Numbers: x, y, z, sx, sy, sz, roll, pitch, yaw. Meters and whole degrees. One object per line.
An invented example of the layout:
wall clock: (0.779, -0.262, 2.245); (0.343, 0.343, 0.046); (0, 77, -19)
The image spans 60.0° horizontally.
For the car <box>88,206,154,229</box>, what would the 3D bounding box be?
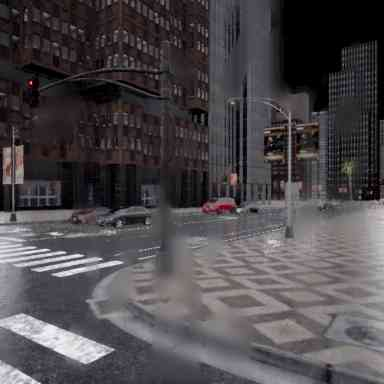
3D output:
car: (-4.813, 1.779, 24.295); (1.837, 1.490, 4.892); (0, -1, 35)

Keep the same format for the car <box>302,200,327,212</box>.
car: (19.305, 2.373, 52.742); (2.033, 1.411, 5.357); (0, -1, 35)

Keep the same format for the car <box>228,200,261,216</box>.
car: (6.882, 2.062, 40.963); (2.128, 1.511, 4.902); (0, -1, 35)

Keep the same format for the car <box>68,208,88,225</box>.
car: (-7.500, 1.833, 26.123); (1.994, 1.385, 4.181); (0, -1, 35)

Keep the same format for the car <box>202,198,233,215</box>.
car: (3.464, 1.769, 41.758); (2.150, 2.045, 5.566); (0, -1, 35)

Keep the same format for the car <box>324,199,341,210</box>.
car: (26.025, 2.509, 62.314); (1.837, 1.490, 4.892); (0, -1, 35)
